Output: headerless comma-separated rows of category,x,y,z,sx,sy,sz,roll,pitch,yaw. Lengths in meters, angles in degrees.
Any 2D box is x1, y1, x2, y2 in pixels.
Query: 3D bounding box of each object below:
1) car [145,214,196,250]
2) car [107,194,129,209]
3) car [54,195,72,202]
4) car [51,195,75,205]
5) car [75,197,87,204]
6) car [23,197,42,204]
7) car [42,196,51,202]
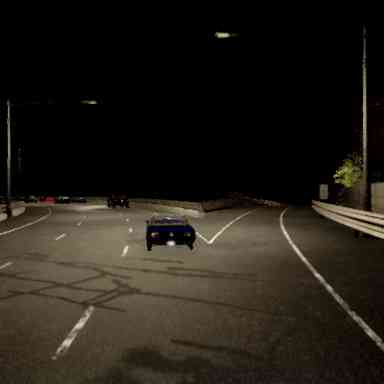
car,-1.079,1.608,14.520,1.895,1.301,4.718,0,0,-8
car,-10.406,1.284,46.605,2.150,2.045,5.566,0,0,-25
car,-29.343,1.524,75.563,2.128,1.511,4.902,0,0,-44
car,-25.348,1.665,65.158,2.128,1.511,4.902,0,0,-39
car,-23.131,1.676,68.006,1.994,1.385,4.181,0,0,-39
car,-34.408,1.721,70.724,2.128,1.511,4.902,0,0,-44
car,-31.959,1.566,73.238,1.994,1.385,4.181,0,0,-44
